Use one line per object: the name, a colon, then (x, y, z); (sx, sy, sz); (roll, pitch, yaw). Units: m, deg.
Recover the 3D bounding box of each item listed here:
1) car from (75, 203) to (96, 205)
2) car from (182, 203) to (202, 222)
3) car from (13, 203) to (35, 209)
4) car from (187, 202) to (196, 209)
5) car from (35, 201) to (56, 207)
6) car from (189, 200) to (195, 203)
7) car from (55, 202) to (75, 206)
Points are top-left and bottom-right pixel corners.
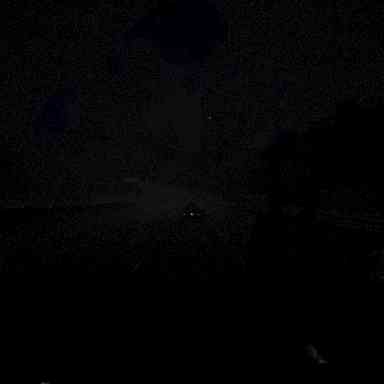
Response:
car: (-17.543, 2.611, 56.743); (2.128, 1.511, 4.902); (0, -1, 0)
car: (-0.010, 2.036, 31.352); (2.033, 1.411, 5.357); (0, -1, 0)
car: (-28.030, 2.568, 55.877); (1.882, 1.535, 5.008); (0, -1, 0)
car: (-0.027, 3.215, 81.475); (2.128, 1.511, 4.902); (0, -1, 0)
car: (-24.540, 2.484, 57.454); (2.097, 1.767, 4.553); (0, -1, 0)
car: (-0.019, 2.703, 59.385); (1.837, 1.490, 4.892); (0, -1, 0)
car: (-21.035, 2.679, 57.416); (2.033, 1.411, 5.357); (0, -1, 1)
